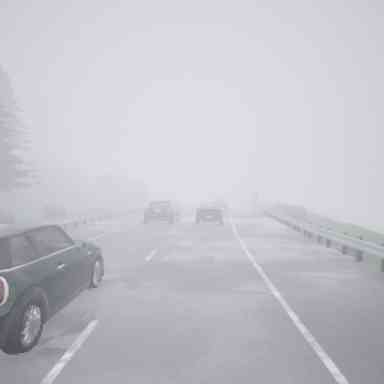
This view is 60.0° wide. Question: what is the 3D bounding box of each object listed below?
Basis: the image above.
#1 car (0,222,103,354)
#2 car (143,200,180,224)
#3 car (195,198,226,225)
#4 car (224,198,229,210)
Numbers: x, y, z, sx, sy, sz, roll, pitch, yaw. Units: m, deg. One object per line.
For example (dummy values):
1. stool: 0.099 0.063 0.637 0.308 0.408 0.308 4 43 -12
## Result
1. car: -3.246 1.347 6.304 2.097 1.767 4.553 0 0 1
2. car: -2.144 1.350 24.760 2.097 1.767 4.553 0 0 5
3. car: 1.335 1.481 24.487 1.882 1.535 5.008 0 0 5
4. car: 3.576 1.511 42.346 2.163 1.488 4.792 0 0 9
